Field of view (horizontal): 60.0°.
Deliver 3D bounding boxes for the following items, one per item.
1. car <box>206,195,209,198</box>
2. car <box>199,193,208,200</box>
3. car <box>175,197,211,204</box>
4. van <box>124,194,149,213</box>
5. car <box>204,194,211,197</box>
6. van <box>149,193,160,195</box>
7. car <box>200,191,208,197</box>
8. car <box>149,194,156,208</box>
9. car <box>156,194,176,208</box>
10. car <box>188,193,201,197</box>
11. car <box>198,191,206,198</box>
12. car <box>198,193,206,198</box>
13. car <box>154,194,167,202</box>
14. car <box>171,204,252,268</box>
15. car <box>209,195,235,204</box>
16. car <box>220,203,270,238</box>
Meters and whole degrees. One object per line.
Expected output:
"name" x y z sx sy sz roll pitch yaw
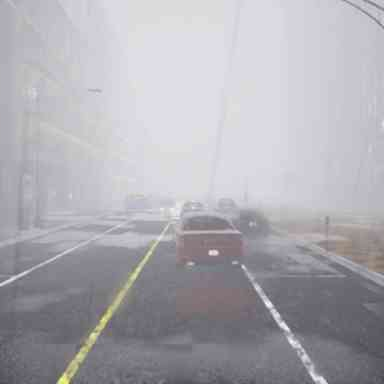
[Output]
"car" 2.699 1.317 33.334 2.008 1.369 4.403 0 0 0
"car" 2.706 1.043 77.516 2.008 1.369 4.403 0 0 0
"car" 0.093 1.372 24.658 2.033 1.411 5.357 0 0 0
"van" -5.681 1.107 33.336 1.690 1.788 3.998 0 0 0
"car" 2.700 1.280 38.858 2.008 1.369 4.403 0 0 0
"van" -5.678 0.998 49.903 1.690 1.788 3.998 0 0 0
"car" 2.702 1.097 49.901 1.967 1.590 4.097 0 0 0
"car" -5.681 1.274 38.859 1.887 1.381 4.507 0 0 0
"car" -3.057 1.272 42.051 1.994 1.385 4.181 0 0 0
"car" 0.110 1.228 54.590 1.895 1.301 4.718 0 0 0
"car" 2.710 0.714 94.084 2.192 1.841 5.009 0 0 0
"car" 2.708 0.981 88.561 2.008 1.369 4.403 0 0 0
"car" -5.677 1.139 60.950 2.008 1.369 4.403 0 0 0
"car" 0.358 1.396 11.027 1.882 1.535 5.008 0 0 -5
"car" 2.699 1.243 27.811 1.967 1.590 4.097 0 0 0
"car" 2.696 1.444 16.766 1.947 1.339 4.313 0 0 0
